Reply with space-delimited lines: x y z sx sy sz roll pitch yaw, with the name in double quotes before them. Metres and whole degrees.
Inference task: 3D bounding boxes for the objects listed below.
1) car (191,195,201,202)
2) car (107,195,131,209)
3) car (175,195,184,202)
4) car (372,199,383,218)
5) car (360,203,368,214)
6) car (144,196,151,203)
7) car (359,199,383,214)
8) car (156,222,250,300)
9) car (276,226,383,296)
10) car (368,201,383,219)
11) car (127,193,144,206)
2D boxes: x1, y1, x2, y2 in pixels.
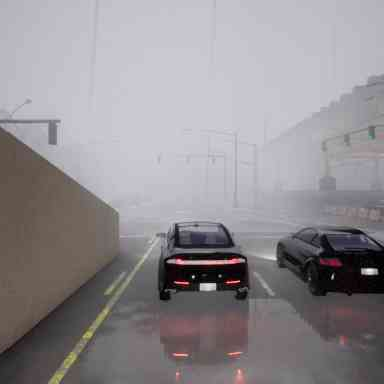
"car" 0.864 1.355 69.974 2.033 1.411 5.357 0 0 1
"car" -10.344 1.547 46.022 2.033 1.411 5.357 0 0 2
"car" -2.635 1.355 70.063 2.033 1.411 5.357 0 0 1
"car" 17.476 1.295 26.778 1.853 1.218 4.536 0 0 -35
"car" 17.553 1.453 31.427 4.974 1.542 2.038 0 0 -45
"car" -9.682 1.564 68.475 1.994 1.385 4.181 0 0 2
"car" 17.590 1.295 31.464 4.536 1.218 1.853 0 0 -45
"car" 0.137 1.492 8.393 2.128 1.511 4.902 0 0 -4
"car" 3.575 1.564 8.676 1.994 1.385 4.181 0 0 0
"car" 17.446 1.453 26.820 2.038 1.542 4.974 0 0 -35
"car" -10.083 1.222 55.954 2.150 2.045 5.566 0 0 2
